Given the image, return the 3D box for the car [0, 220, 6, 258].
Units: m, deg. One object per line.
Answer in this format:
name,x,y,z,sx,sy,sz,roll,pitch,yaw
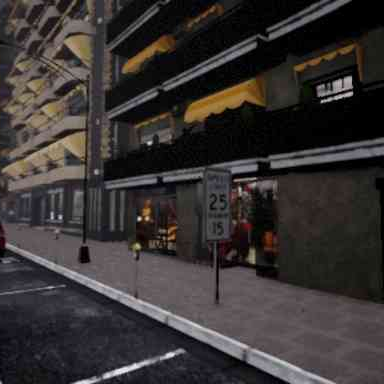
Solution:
car,-9.920,1.947,15.151,2.192,1.841,5.009,4,-5,-39
